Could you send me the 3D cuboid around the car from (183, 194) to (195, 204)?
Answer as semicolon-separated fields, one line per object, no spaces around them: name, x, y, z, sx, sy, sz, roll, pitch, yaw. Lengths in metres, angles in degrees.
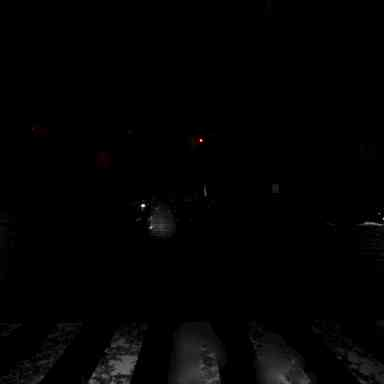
car;-0.657;1.617;65.594;1.895;1.301;4.718;0;0;-1

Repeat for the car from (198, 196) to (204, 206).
car;2.255;1.552;47.217;1.887;1.381;4.507;0;0;-1

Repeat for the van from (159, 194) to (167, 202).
van;-6.684;1.366;77.430;1.690;1.788;3.998;0;0;-1

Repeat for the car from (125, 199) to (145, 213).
car;-6.121;1.555;36.217;2.008;1.369;4.403;0;0;-1

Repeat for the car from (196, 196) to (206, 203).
car;1.902;1.587;73.110;1.947;1.339;4.313;0;0;-1

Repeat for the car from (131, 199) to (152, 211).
car;-6.189;1.556;41.208;2.008;1.369;4.403;0;0;-1

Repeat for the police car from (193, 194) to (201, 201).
police car;1.270;1.460;90.507;1.930;1.638;5.238;0;0;-1

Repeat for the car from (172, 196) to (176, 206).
car;-3.578;1.607;45.125;1.895;1.301;4.718;0;0;-1

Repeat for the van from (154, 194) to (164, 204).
van;-6.536;1.358;66.604;1.690;1.788;3.998;0;0;-1

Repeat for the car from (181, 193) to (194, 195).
car;-0.888;1.547;75.521;2.128;1.511;4.902;0;0;-1

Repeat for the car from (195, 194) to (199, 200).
car;2.046;1.565;62.532;2.008;1.369;4.403;0;0;-1

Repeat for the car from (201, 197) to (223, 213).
car;2.403;1.554;36.329;2.008;1.369;4.403;0;0;-1

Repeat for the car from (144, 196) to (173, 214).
car;-3.444;1.495;35.217;2.128;1.511;4.902;0;0;-1

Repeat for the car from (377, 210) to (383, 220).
car;14.726;1.248;20.972;5.357;1.411;2.033;-1;0;-1

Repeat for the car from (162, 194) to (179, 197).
car;-3.723;1.489;56.984;1.882;1.535;5.008;0;0;-1

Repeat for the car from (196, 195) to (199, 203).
car;2.181;1.560;52.661;2.008;1.369;4.403;0;0;-1
